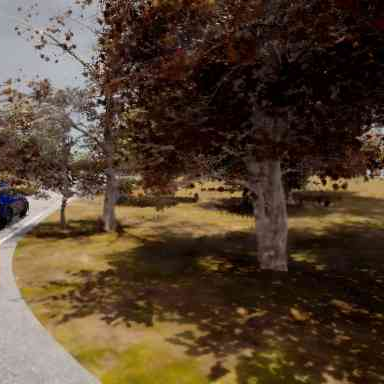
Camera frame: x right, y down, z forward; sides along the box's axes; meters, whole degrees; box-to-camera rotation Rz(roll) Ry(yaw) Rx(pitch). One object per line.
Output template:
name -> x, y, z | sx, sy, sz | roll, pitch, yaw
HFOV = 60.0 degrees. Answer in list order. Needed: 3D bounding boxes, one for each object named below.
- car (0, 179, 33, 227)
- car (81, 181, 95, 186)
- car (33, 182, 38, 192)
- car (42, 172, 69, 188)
car -> -10.101, 0.532, 17.028 | 2.150, 2.045, 5.566 | 0, 3, -14
car -> -15.103, -1.721, 49.216 | 1.837, 1.490, 4.892 | 0, 5, -6
car -> -16.856, -0.494, 32.822 | 1.882, 1.535, 5.008 | 0, 4, -7
car -> -18.212, -1.698, 44.748 | 2.150, 2.045, 5.566 | 0, 5, -6
